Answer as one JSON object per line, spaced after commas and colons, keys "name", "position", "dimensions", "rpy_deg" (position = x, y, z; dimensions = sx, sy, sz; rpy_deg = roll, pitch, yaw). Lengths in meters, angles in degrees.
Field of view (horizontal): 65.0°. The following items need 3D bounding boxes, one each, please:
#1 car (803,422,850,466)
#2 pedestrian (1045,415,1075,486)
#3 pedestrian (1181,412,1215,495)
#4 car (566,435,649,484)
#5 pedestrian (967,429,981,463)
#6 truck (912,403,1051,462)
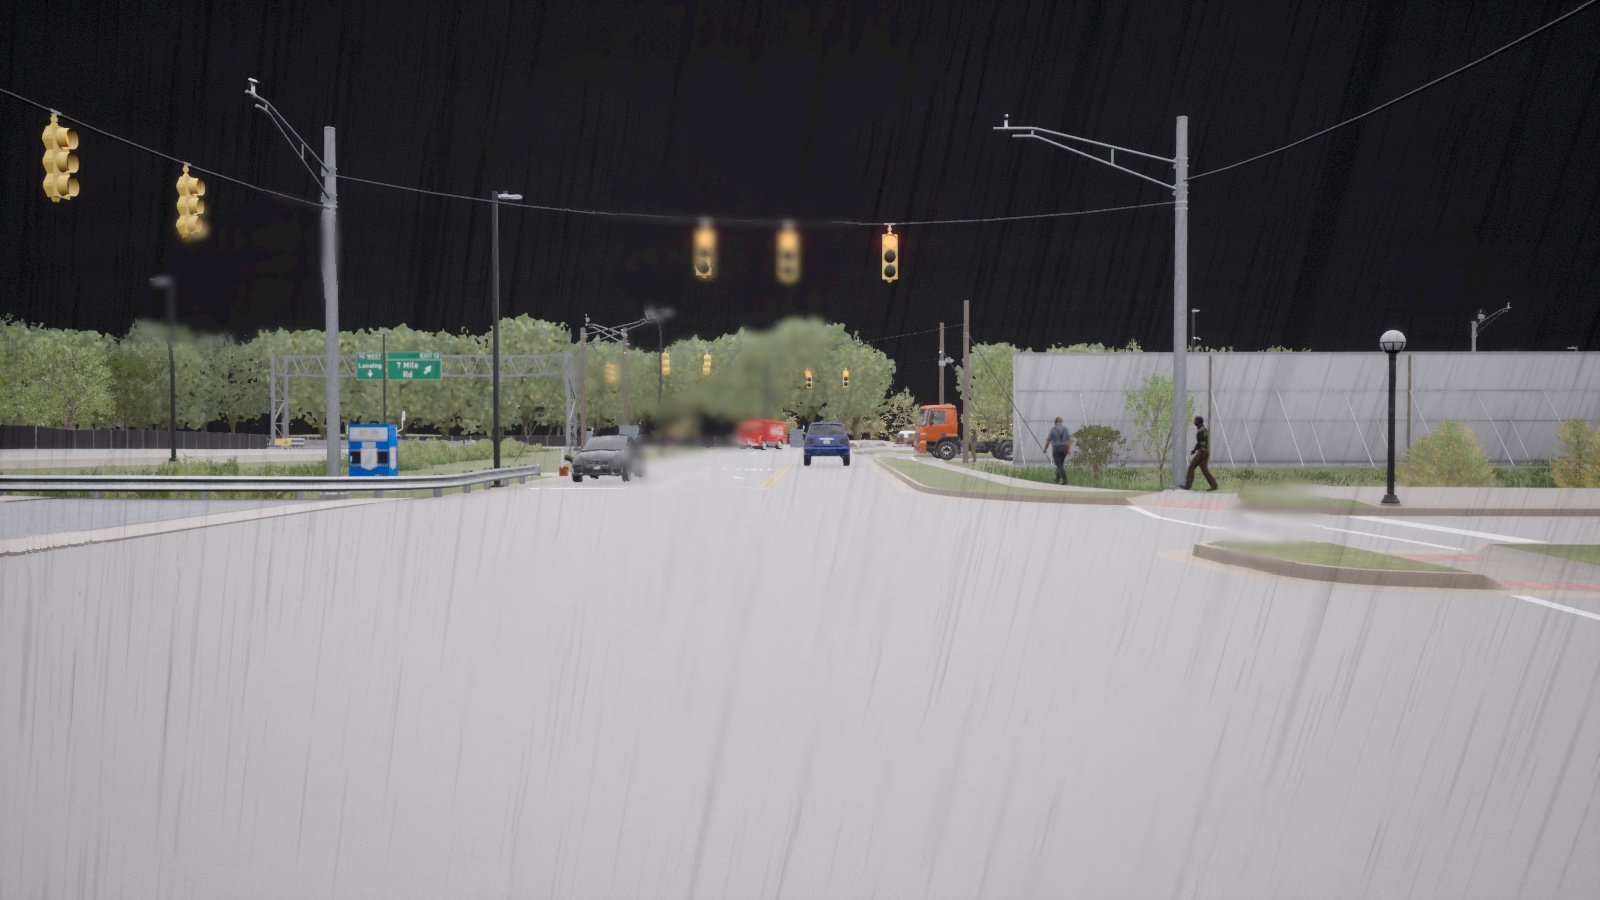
{"name": "car", "position": [1.299, -0.312, 60.549], "dimensions": [2.150, 2.045, 5.566], "rpy_deg": [0, 1, 1]}
{"name": "pedestrian", "position": [6.782, 0.005, 32.787], "dimensions": [0.540, 1.848, 0.694], "rpy_deg": [0, 2, -12]}
{"name": "pedestrian", "position": [9.369, 0.075, 29.545], "dimensions": [0.692, 1.930, 0.395], "rpy_deg": [1, 2, 28]}
{"name": "car", "position": [-6.195, 0.260, 40.965], "dimensions": [1.837, 1.490, 4.892], "rpy_deg": [0, 1, 1]}
{"name": "pedestrian", "position": [9.510, -0.242, 68.774], "dimensions": [0.694, 1.848, 0.540], "rpy_deg": [0, 2, 1]}
{"name": "truck", "position": [11.120, -1.089, 77.375], "dimensions": [7.936, 3.462, 2.891], "rpy_deg": [1, 2, -4]}
